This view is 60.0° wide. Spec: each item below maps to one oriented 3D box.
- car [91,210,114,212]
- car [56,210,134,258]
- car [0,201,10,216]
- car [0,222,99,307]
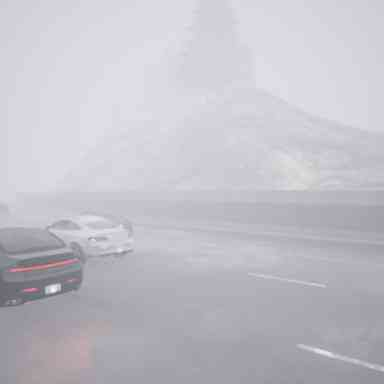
[{"bbox_3d":[-4.920,1.609,17.240,4.181,1.385,1.994,0,0,42],"label":"car"},{"bbox_3d":[-4.005,1.556,11.790,4.674,1.442,1.812,0,0,40],"label":"car"},{"bbox_3d":[-19.015,1.548,32.110,1.882,1.535,5.008,0,0,-39],"label":"car"},{"bbox_3d":[-4.423,1.522,7.608,4.892,1.490,1.837,0,0,39],"label":"car"}]
